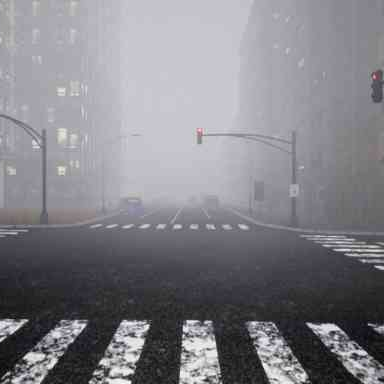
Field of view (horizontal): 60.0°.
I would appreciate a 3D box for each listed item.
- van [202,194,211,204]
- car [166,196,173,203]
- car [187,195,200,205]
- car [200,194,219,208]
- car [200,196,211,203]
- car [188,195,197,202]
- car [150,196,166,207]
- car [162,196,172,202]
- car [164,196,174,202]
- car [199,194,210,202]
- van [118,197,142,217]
[{"bbox_3d":[2.756,1.366,63.944,1.690,1.788,3.998,0,0,0],"label":"van"},{"bbox_3d":[-5.618,1.469,69.502,1.967,1.590,4.097,0,0,0],"label":"car"},{"bbox_3d":[0.067,1.623,60.165,1.895,1.301,4.718,0,0,0],"label":"car"},{"bbox_3d":[2.739,1.330,47.291,2.192,1.841,5.009,0,0,0],"label":"car"},{"bbox_3d":[2.763,1.580,69.494,2.008,1.369,4.403,0,0,0],"label":"car"},{"bbox_3d":[0.076,1.380,70.141,1.837,1.490,4.892,0,0,0],"label":"car"},{"bbox_3d":[-5.635,1.543,52.679,1.752,1.417,4.829,0,0,0],"label":"car"},{"bbox_3d":[-5.613,1.559,74.883,1.752,1.417,4.829,0,0,0],"label":"car"},{"bbox_3d":[-5.606,1.590,80.604,2.008,1.369,4.403,0,0,0],"label":"car"},{"bbox_3d":[2.768,1.349,75.045,2.192,1.841,5.009,0,0,0],"label":"car"},{"bbox_3d":[-5.658,1.347,30.646,1.690,1.788,3.998,0,0,0],"label":"van"}]
